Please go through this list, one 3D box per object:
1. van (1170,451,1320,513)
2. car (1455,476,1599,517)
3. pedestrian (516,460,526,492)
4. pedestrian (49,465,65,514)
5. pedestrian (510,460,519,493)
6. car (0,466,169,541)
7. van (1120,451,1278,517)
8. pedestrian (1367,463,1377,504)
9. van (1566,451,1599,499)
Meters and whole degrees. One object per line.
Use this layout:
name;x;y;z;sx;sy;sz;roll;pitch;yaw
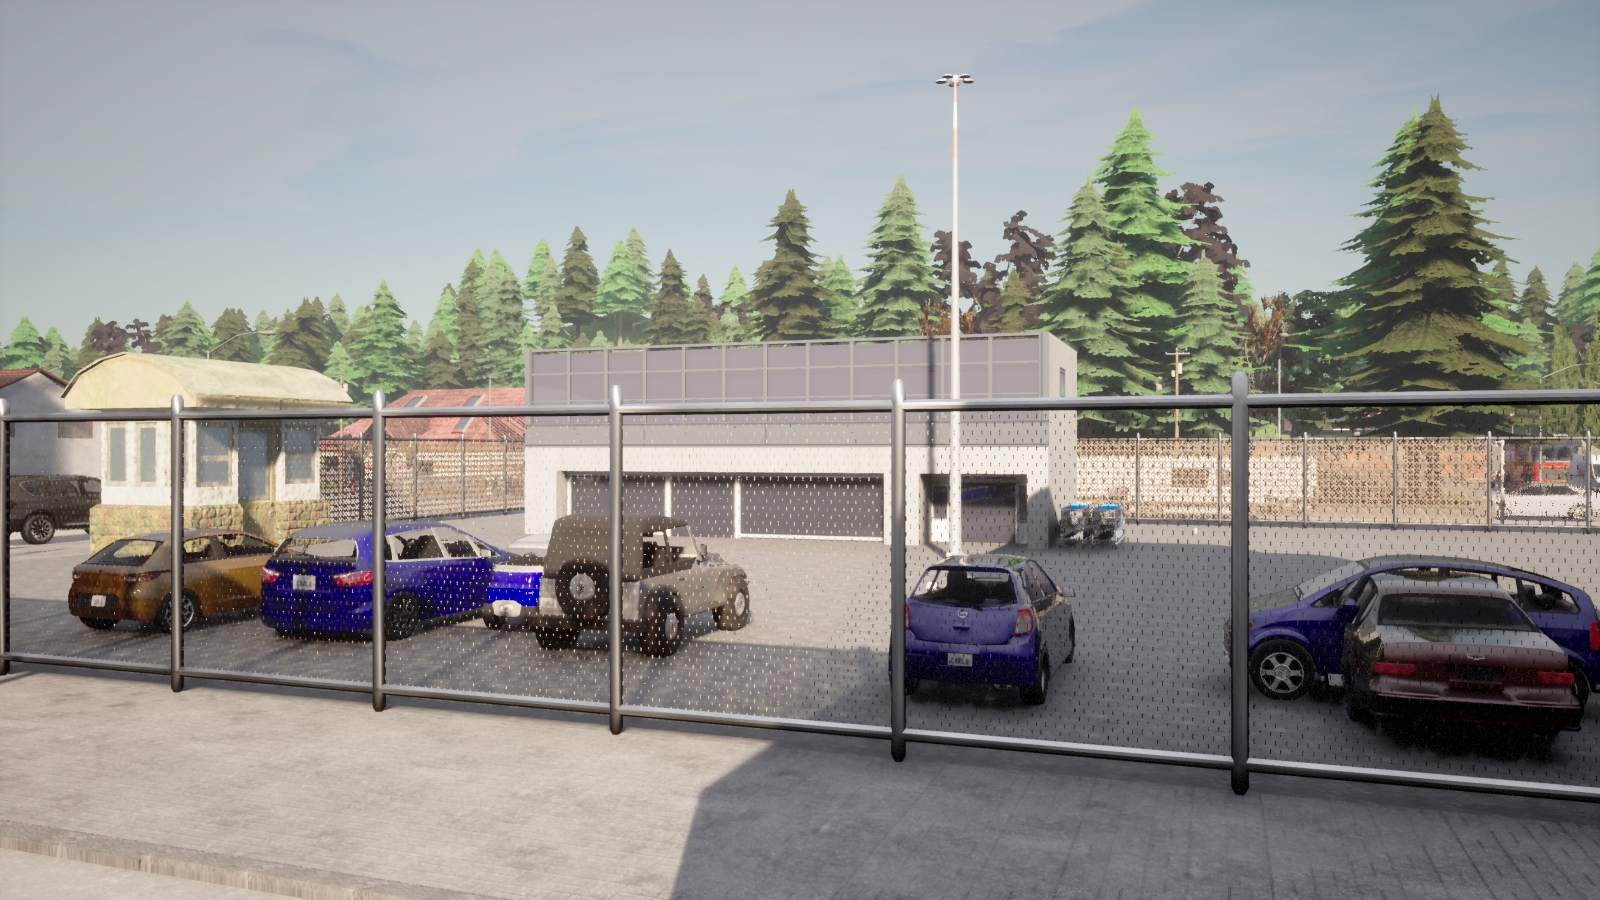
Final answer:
van;19.100;1.314;49.238;5.915;2.561;1.988;0;0;21
car;29.165;1.841;45.592;4.892;1.480;2.231;0;0;19
pedestrian;-16.197;1.525;66.308;0.375;1.860;0.375;0;0;26
pedestrian;-28.816;1.524;44.326;0.375;1.860;0.375;0;0;18
pedestrian;-16.405;1.523;65.631;0.375;1.860;0.375;0;0;36
car;-22.825;1.560;35.490;2.150;2.045;5.566;0;0;21
van;16.090;1.314;46.209;5.915;2.561;1.988;0;0;20
pedestrian;26.253;1.526;52.470;0.375;1.860;0.375;0;0;20
van;44.035;1.314;62.679;1.988;2.561;5.915;0;0;20
